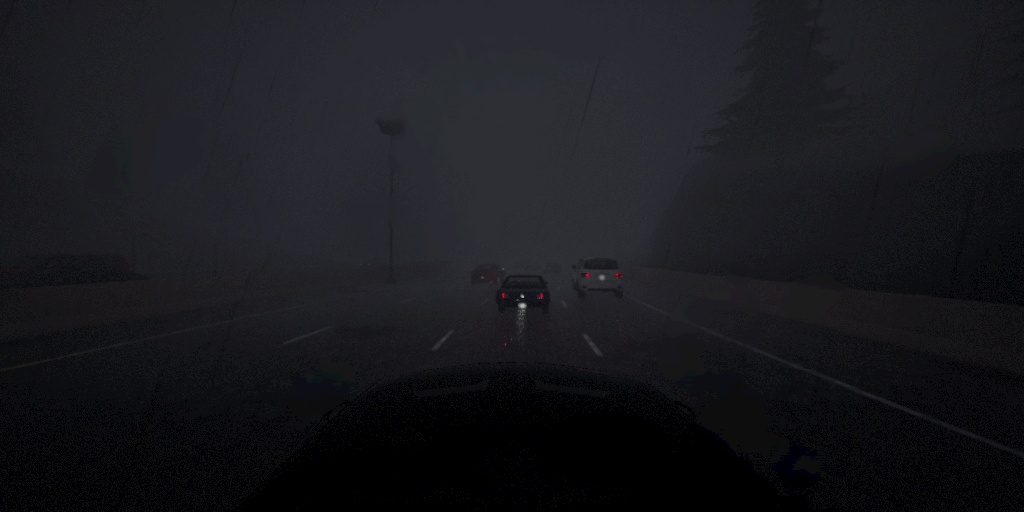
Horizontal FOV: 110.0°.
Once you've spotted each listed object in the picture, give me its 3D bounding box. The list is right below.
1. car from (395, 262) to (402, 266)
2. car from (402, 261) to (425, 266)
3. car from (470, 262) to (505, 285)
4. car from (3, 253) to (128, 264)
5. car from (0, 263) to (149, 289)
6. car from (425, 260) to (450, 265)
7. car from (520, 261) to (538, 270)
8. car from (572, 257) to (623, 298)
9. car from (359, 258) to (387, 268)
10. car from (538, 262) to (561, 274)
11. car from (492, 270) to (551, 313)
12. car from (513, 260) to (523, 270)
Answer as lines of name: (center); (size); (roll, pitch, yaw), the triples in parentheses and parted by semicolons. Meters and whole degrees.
car: (-16.946, 1.415, 57.595); (1.994, 1.385, 4.181); (0, 0, 16)
car: (-14.060, 1.407, 54.906); (2.033, 1.411, 5.357); (0, 0, 15)
car: (-1.683, 1.312, 26.773); (1.882, 1.535, 5.008); (0, 0, 7)
car: (-20.544, 0.892, 16.045); (2.150, 2.045, 5.566); (0, -1, 4)
car: (-17.165, 1.174, 13.961); (2.128, 1.511, 4.902); (0, 0, 4)
car: (-10.726, 1.383, 53.826); (1.837, 1.490, 4.892); (0, 0, 15)
car: (3.011, 1.560, 51.094); (1.895, 1.301, 4.718); (0, 0, 15)
car: (4.511, 1.071, 19.447); (2.150, 2.045, 5.566); (0, 0, 6)
car: (-21.249, 1.164, 55.003); (2.097, 1.767, 4.553); (0, 0, 15)
car: (4.973, 1.495, 44.481); (2.033, 1.411, 5.357); (0, 0, 14)
car: (0.517, 1.403, 14.456); (1.895, 1.301, 4.718); (0, 0, 4)
car: (1.591, 1.454, 58.064); (1.882, 1.535, 5.008); (0, 0, 17)
